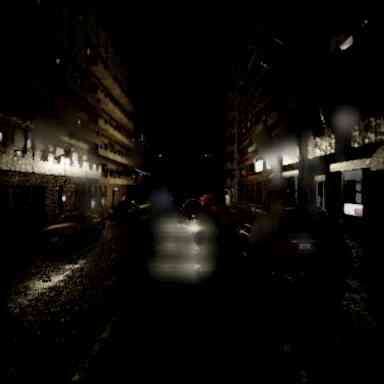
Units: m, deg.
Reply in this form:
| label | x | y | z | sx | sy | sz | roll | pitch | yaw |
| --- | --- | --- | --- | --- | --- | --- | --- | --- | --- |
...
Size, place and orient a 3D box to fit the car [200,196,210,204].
| label | x | y | z | sx | sy | sz | roll | pitch | yaw |
| --- | --- | --- | --- | --- | --- | --- | --- | --- | --- |
| car | 2.568 | 1.486 | 65.559 | 1.752 | 1.417 | 4.829 | -1 | 0 | 0 |

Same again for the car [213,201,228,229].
| label | x | y | z | sx | sy | sz | roll | pitch | yaw |
| --- | --- | --- | --- | --- | --- | --- | --- | --- | --- |
| car | 2.560 | 1.515 | 21.166 | 1.752 | 1.417 | 4.829 | -1 | 0 | 0 |

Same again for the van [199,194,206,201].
| label | x | y | z | sx | sy | sz | roll | pitch | yaw |
| --- | --- | --- | --- | --- | --- | --- | --- | --- | --- |
| van | 2.569 | 1.290 | 82.036 | 1.690 | 1.788 | 3.998 | -1 | 0 | 0 |

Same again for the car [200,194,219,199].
| label | x | y | z | sx | sy | sz | roll | pitch | yaw |
| --- | --- | --- | --- | --- | --- | --- | --- | --- | --- |
| car | 2.561 | 1.291 | 43.192 | 2.192 | 1.841 | 5.009 | -1 | 0 | 0 |

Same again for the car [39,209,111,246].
| label | x | y | z | sx | sy | sz | roll | pitch | yaw |
| --- | --- | --- | --- | --- | --- | --- | --- | --- | --- |
| car | -5.322 | 1.518 | 15.258 | 1.752 | 1.417 | 4.829 | -1 | 0 | 0 |

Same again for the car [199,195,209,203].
| label | x | y | z | sx | sy | sz | roll | pitch | yaw |
| --- | --- | --- | --- | --- | --- | --- | --- | --- | --- |
| car | 2.568 | 1.397 | 70.937 | 1.967 | 1.590 | 4.097 | -1 | 0 | 0 |

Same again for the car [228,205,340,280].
| label | x | y | z | sx | sy | sz | roll | pitch | yaw |
| --- | --- | --- | --- | --- | --- | --- | --- | --- | --- |
| car | 2.555 | 1.310 | 9.899 | 2.192 | 1.841 | 5.009 | -1 | 0 | 0 |

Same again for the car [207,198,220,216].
| label | x | y | z | sx | sy | sz | roll | pitch | yaw |
| --- | --- | --- | --- | --- | --- | --- | --- | --- | --- |
| car | 2.562 | 1.565 | 32.095 | 1.802 | 1.307 | 4.206 | -1 | 0 | 0 |

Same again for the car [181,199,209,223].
| label | x | y | z | sx | sy | sz | roll | pitch | yaw |
| --- | --- | --- | --- | --- | --- | --- | --- | --- | --- |
| car | 0.102 | 1.513 | 25.635 | 1.812 | 1.442 | 4.674 | 0 | 0 | 0 |

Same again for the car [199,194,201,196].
| label | x | y | z | sx | sy | sz | roll | pitch | yaw |
| --- | --- | --- | --- | --- | --- | --- | --- | --- | --- |
| car | 2.562 | 1.288 | 48.741 | 2.192 | 1.841 | 5.009 | -1 | 0 | 0 |

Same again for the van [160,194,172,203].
| label | x | y | z | sx | sy | sz | roll | pitch | yaw |
| --- | --- | --- | --- | --- | --- | --- | --- | --- | --- |
| van | -5.314 | 1.303 | 65.371 | 1.690 | 1.788 | 3.998 | -1 | 0 | 0 |

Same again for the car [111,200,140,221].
| label | x | y | z | sx | sy | sz | roll | pitch | yaw |
| --- | --- | --- | --- | --- | --- | --- | --- | --- | --- |
| car | -5.321 | 1.427 | 26.526 | 1.967 | 1.590 | 4.097 | -1 | 0 | 0 |

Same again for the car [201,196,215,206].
| label | x | y | z | sx | sy | sz | roll | pitch | yaw |
| --- | --- | --- | --- | --- | --- | --- | --- | --- | --- |
| car | 2.565 | 1.409 | 54.290 | 1.967 | 1.590 | 4.097 | -1 | 0 | 0 |

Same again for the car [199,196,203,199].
| label | x | y | z | sx | sy | sz | roll | pitch | yaw |
| --- | --- | --- | --- | --- | --- | --- | --- | --- | --- |
| car | 0.108 | 1.577 | 43.037 | 1.895 | 1.301 | 4.718 | 0 | 0 | 0 |

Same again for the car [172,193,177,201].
| label | x | y | z | sx | sy | sz | roll | pitch | yaw |
| --- | --- | --- | --- | --- | --- | --- | --- | --- | --- |
| car | -5.310 | 1.389 | 82.018 | 1.967 | 1.590 | 4.097 | -1 | 0 | 0 |
